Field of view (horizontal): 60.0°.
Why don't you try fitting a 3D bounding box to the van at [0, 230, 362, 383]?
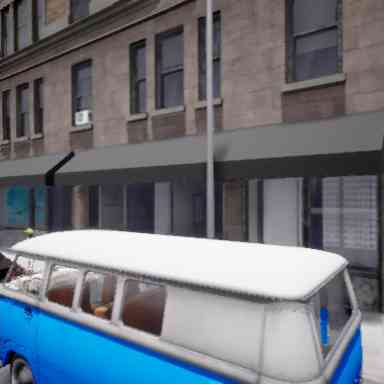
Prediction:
[{"bbox_3d":[-0.435,1.362,3.389,3.998,1.788,1.690,-1,0,36],"label":"van"}]
